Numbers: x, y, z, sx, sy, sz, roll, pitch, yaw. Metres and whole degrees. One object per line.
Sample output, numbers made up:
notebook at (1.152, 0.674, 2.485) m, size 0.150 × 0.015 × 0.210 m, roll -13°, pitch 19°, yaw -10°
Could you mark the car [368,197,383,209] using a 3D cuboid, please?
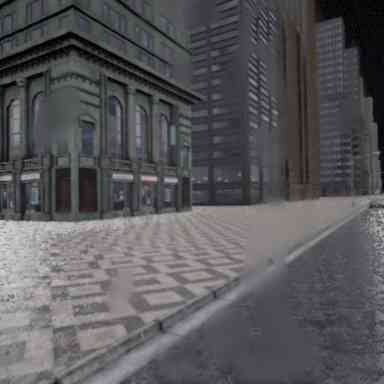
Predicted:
car at (24.566, 1.481, 44.065) m, size 1.837 × 1.490 × 4.892 m, roll -2°, pitch -1°, yaw 31°
